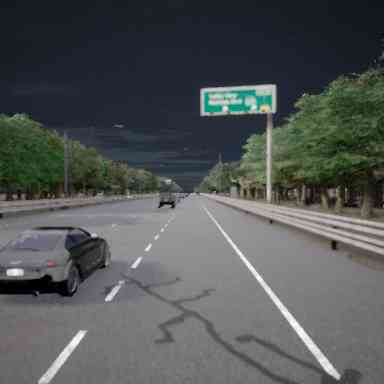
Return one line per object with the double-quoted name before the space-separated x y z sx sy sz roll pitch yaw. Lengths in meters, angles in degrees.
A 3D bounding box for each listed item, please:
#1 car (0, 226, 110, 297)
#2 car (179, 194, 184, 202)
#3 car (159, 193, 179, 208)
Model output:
"car" -3.502 1.563 8.603 1.994 1.385 4.181 0 0 0
"car" -3.452 1.528 72.538 2.033 1.411 5.357 0 0 0
"car" -3.474 1.212 47.403 2.150 2.045 5.566 0 0 0
